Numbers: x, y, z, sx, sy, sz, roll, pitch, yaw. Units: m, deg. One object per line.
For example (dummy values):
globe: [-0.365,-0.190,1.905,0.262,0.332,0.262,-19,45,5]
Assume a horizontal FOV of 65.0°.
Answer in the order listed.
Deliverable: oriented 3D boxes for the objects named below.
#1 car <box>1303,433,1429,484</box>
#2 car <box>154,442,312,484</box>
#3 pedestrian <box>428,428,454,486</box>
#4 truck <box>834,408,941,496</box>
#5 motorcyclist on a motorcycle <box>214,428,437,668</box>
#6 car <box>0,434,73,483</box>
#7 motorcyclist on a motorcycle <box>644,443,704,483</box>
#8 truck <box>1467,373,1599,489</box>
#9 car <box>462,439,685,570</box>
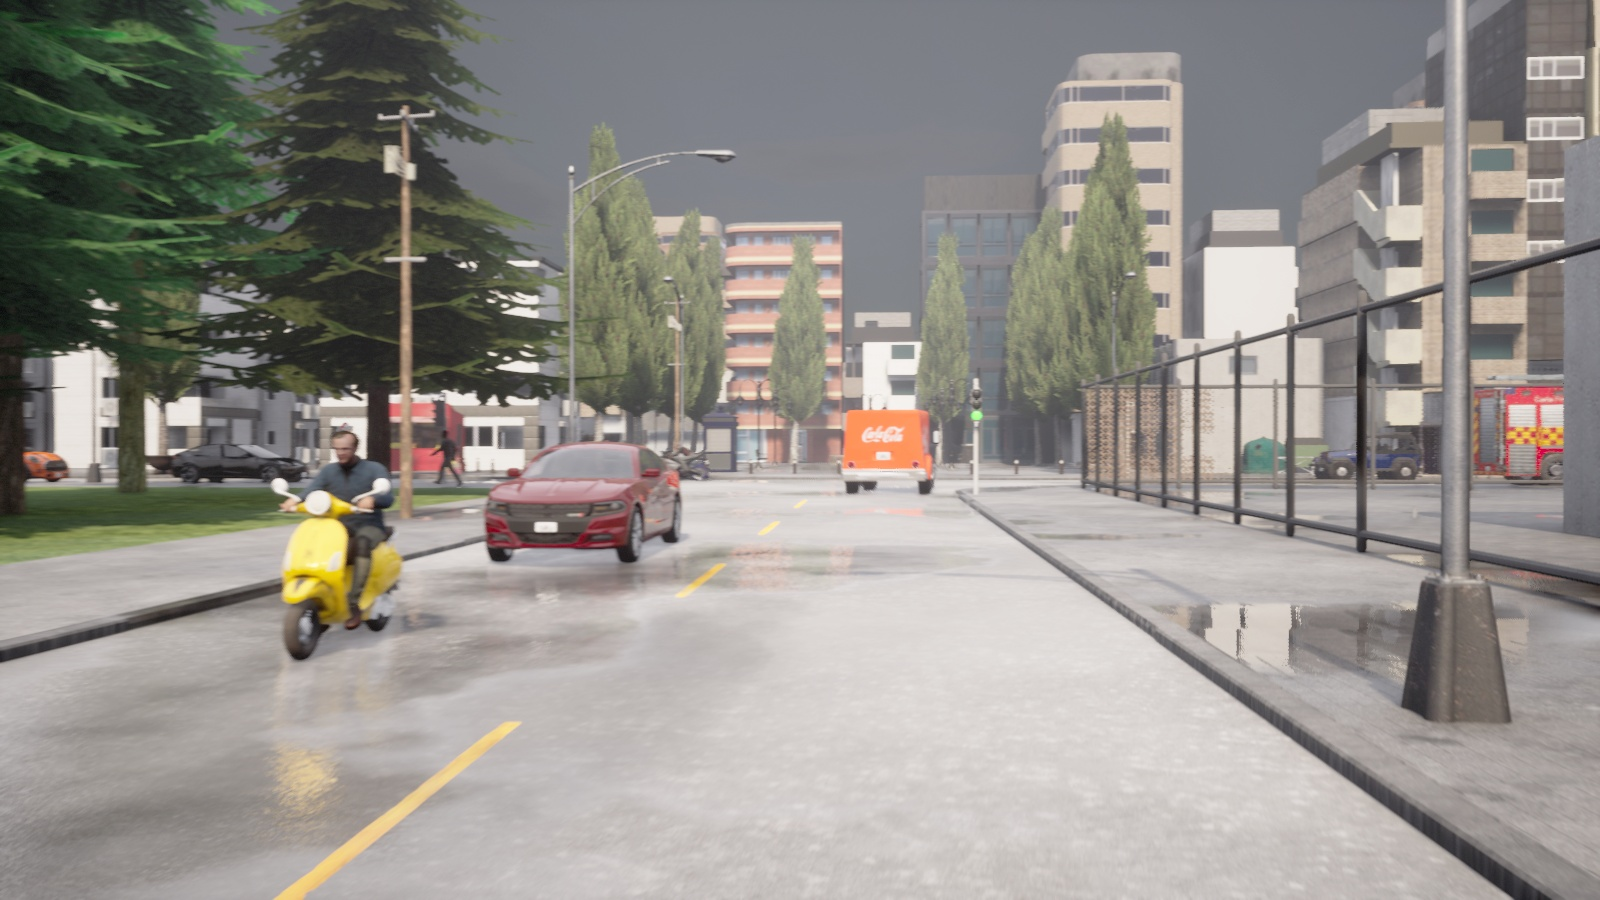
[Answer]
car: [21.211,0.307,47.167,3.866,1.878,1.905,0,0,4]
car: [-20.576,0.456,45.735,4.792,1.488,2.163,0,0,4]
pedestrian: [-11.406,0.213,39.904,0.703,1.840,0.431,0,0,8]
truck: [2.743,0.048,37.963,2.627,2.467,5.204,-1,0,11]
motorcyclist on a motorcycle: [-3.405,0.642,9.223,0.866,1.590,1.817,0,0,3]
car: [-29.663,0.298,46.282,4.553,1.767,2.097,0,0,4]
motorcyclist on a motorcycle: [-4.892,0.498,48.814,2.191,1.530,0.866,0,1,9]
truck: [27.770,-0.618,42.762,8.468,3.827,2.891,0,0,4]
car: [-2.896,0.622,17.256,1.882,1.535,5.008,0,0,4]
